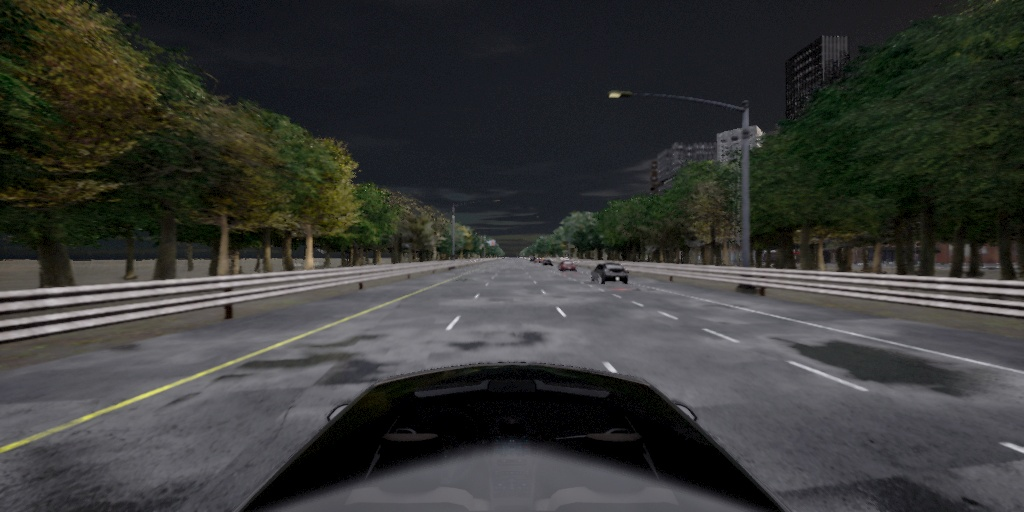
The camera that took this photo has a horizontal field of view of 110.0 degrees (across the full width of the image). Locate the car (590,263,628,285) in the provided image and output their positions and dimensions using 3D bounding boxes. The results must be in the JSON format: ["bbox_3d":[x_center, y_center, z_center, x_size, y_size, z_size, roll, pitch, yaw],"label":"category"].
[{"bbox_3d":[7.003,1.264,26.220,1.837,1.490,4.892,0,0,0],"label":"car"}]

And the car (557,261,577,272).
[{"bbox_3d":[7.023,1.308,46.152,1.812,1.442,4.674,0,0,0],"label":"car"}]
